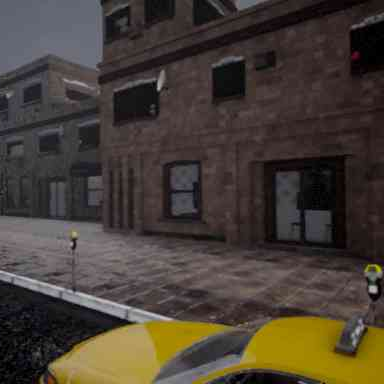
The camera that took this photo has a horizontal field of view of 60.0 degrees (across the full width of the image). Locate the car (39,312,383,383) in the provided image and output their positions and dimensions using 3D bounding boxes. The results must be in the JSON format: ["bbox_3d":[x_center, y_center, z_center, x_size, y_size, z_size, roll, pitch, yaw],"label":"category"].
[{"bbox_3d":[0.814,1.526,2.307,4.829,1.417,1.752,0,-1,36],"label":"car"}]
